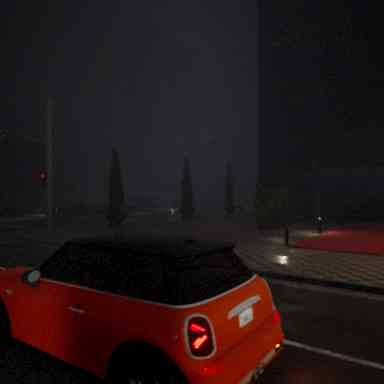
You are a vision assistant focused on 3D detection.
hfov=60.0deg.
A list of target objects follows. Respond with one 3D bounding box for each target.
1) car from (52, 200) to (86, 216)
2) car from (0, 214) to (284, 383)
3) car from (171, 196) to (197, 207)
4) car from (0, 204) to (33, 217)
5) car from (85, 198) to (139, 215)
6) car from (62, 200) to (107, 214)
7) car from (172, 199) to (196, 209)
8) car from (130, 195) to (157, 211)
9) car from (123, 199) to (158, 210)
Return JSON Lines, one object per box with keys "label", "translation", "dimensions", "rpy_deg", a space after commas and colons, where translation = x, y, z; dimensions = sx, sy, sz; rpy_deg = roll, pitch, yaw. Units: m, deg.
{"label": "car", "translation": [-12.719, 1.849, 34.974], "dimensions": [1.895, 1.301, 4.718], "rpy_deg": [-1, 0, 36]}
{"label": "car", "translation": [-1.147, 1.381, 4.815], "dimensions": [4.553, 1.767, 2.097], "rpy_deg": [-1, 0, 36]}
{"label": "car", "translation": [-1.367, 1.627, 56.550], "dimensions": [2.097, 1.767, 4.553], "rpy_deg": [-1, 0, 36]}
{"label": "car", "translation": [-18.504, 1.877, 32.954], "dimensions": [1.895, 1.301, 4.718], "rpy_deg": [-1, 0, 36]}
{"label": "car", "translation": [-8.247, 1.695, 34.841], "dimensions": [1.882, 1.535, 5.008], "rpy_deg": [-1, 0, 36]}
{"label": "car", "translation": [-13.040, 1.768, 40.496], "dimensions": [2.128, 1.511, 4.902], "rpy_deg": [-1, 0, 36]}
{"label": "car", "translation": [-1.165, 1.773, 50.889], "dimensions": [1.812, 1.442, 4.674], "rpy_deg": [-1, 0, 36]}
{"label": "car", "translation": [-6.988, 1.469, 42.882], "dimensions": [2.150, 2.045, 5.566], "rpy_deg": [-1, 0, 36]}
{"label": "car", "translation": [-7.397, 1.767, 48.282], "dimensions": [2.128, 1.511, 4.902], "rpy_deg": [-1, 0, 36]}
